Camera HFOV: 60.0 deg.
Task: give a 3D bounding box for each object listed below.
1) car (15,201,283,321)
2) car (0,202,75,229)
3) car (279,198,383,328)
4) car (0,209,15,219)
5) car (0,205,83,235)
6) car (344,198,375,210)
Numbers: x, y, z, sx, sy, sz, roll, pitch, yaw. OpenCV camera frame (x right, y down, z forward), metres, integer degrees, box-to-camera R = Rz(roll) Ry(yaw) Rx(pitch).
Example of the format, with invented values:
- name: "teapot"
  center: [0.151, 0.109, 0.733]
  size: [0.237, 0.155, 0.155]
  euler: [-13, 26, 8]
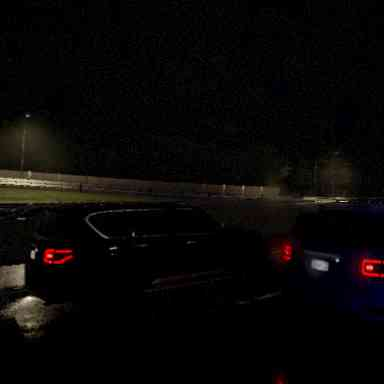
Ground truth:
- name: "car"
  center: [-0.685, 1.226, 7.557]
  size: [5.566, 2.045, 2.150]
  euler: [0, 0, -36]
- name: "car"
  center: [-10.619, 1.496, 22.213]
  size: [4.902, 1.511, 2.128]
  euler: [0, 0, -35]
- name: "car"
  center: [4.166, 1.231, 6.719]
  size: [5.566, 2.045, 2.150]
  euler: [0, 0, -35]
- name: "car"
  center: [-6.539, 1.509, 16.525]
  size: [4.892, 1.490, 1.837]
  euler: [0, 0, -36]
- name: "car"
  center: [-8.893, 1.530, 19.145]
  size: [4.674, 1.442, 1.812]
  euler: [0, 0, -36]
- name: "car"
  center: [23.396, 1.616, 46.457]
  size: [4.892, 1.490, 1.837]
  euler: [0, 0, -35]
